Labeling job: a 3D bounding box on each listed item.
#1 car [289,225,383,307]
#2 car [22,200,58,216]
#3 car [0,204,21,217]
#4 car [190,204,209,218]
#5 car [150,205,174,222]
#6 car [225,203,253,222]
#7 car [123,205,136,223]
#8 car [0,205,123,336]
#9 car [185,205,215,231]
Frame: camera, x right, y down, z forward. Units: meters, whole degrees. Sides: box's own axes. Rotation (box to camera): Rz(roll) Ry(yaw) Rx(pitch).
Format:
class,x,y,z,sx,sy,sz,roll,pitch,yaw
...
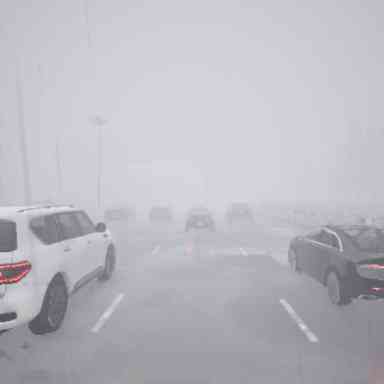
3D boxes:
class,x,y,z,sx,sy,sz,roll,pitch,yaw
car,3.783,1.544,8.091,2.128,1.511,4.902,0,0,1
car,-20.200,2.056,44.577,2.150,2.045,5.566,0,-2,2
car,-23.768,2.251,41.756,1.882,1.535,5.008,0,-1,1
car,0.851,2.169,38.856,2.033,1.411,5.357,0,-1,1
car,-2.793,1.939,31.112,2.128,1.511,4.902,0,-1,1
car,4.193,1.757,30.304,2.097,1.767,4.553,0,-1,1
car,-6.320,1.905,29.682,1.882,1.535,5.008,0,-1,1
car,-3.239,1.289,7.008,2.150,2.045,5.566,0,0,1
car,0.518,1.780,22.184,1.812,1.442,4.674,0,-1,1
